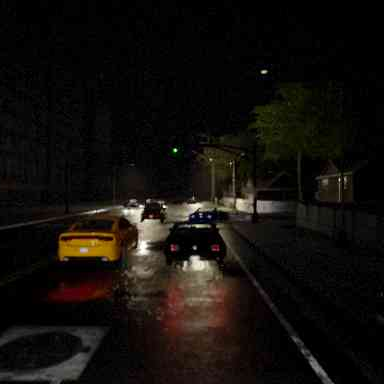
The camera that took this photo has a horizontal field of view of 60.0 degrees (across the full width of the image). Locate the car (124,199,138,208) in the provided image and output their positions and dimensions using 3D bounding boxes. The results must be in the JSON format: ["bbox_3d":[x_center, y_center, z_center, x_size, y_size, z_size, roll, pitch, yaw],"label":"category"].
[{"bbox_3d":[-9.865,1.931,54.262,2.128,1.511,4.902,0,-1,0],"label":"car"}]

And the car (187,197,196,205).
[{"bbox_3d":[-0.070,2.150,73.559,2.033,1.411,5.357,0,-1,0],"label":"car"}]

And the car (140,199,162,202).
[{"bbox_3d":[-6.617,1.932,54.227,2.128,1.511,4.902,0,-1,0],"label":"car"}]

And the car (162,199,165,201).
[{"bbox_3d":[-6.566,2.174,69.378,1.895,1.301,4.718,0,-1,0],"label":"car"}]

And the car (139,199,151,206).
[{"bbox_3d":[-9.816,2.131,69.435,1.994,1.385,4.181,0,-1,0],"label":"car"}]

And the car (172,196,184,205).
[{"bbox_3d":[-3.320,2.139,73.972,1.812,1.442,4.674,0,-1,0],"label":"car"}]

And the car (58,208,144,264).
[{"bbox_3d":[-3.162,1.567,12.184,1.882,1.535,5.008,0,0,0],"label":"car"}]

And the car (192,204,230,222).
[{"bbox_3d":[1.478,1.793,25.585,1.895,1.301,4.718,0,-1,21],"label":"car"}]

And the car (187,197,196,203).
[{"bbox_3d":[-0.080,2.078,83.981,2.128,1.511,4.902,0,-1,0],"label":"car"}]

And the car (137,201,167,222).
[{"bbox_3d":[-3.176,1.739,28.148,1.812,1.442,4.674,0,0,0],"label":"car"}]

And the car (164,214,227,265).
[{"bbox_3d":[0.090,1.689,12.042,1.895,1.301,4.718,0,0,0],"label":"car"}]
